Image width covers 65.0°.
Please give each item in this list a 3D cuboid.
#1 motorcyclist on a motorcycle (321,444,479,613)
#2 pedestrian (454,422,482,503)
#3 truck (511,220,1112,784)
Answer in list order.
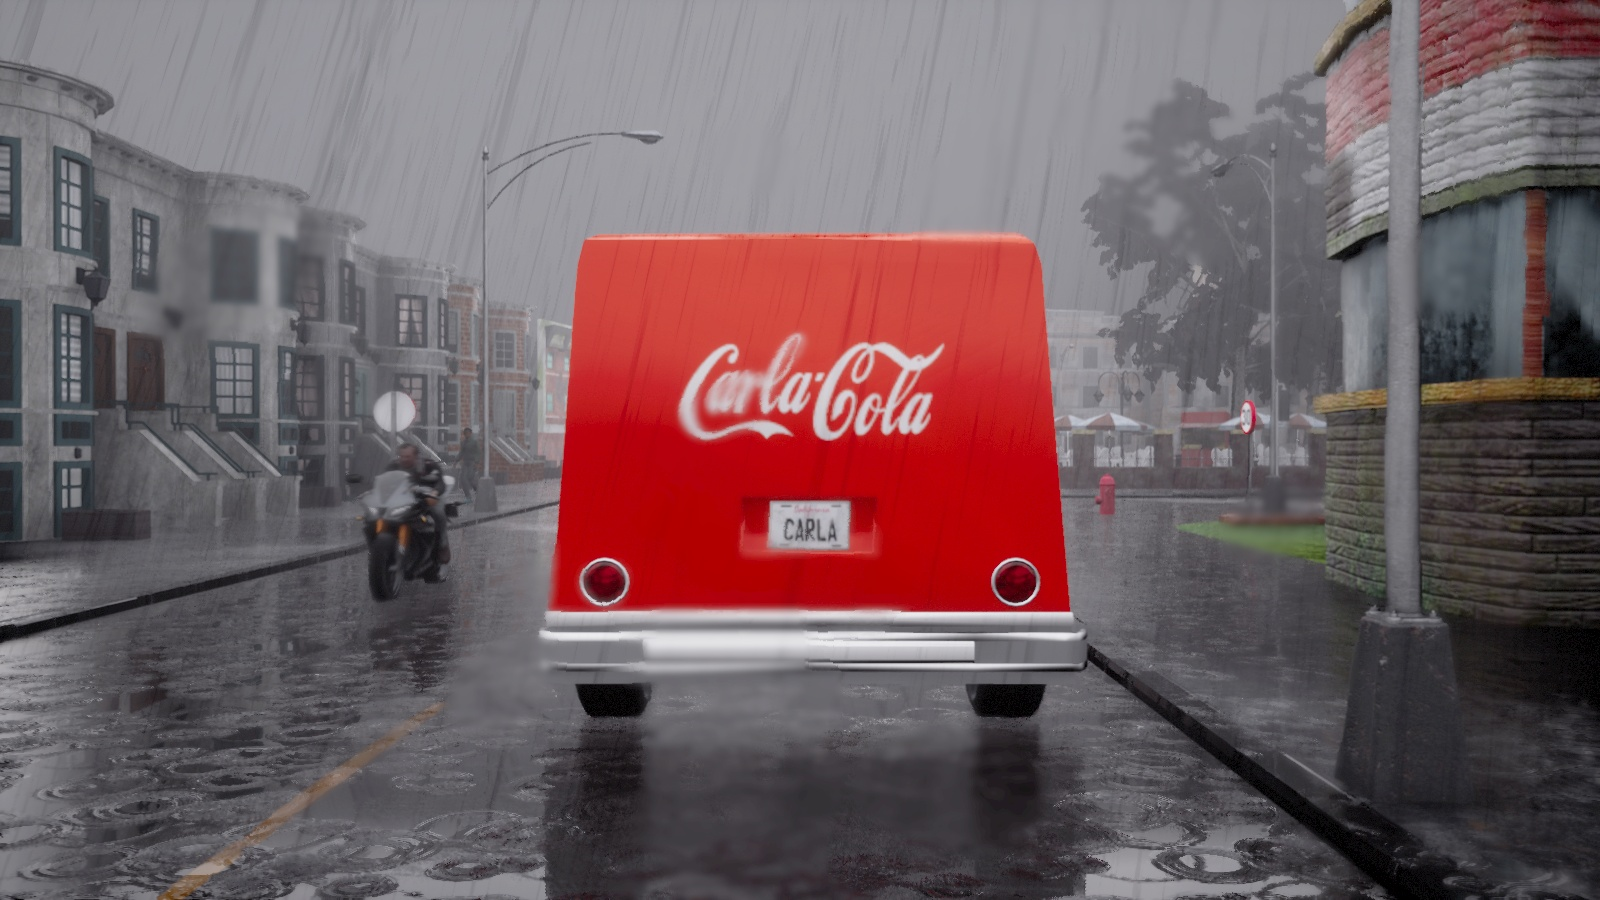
[{"bbox_3d":[-3.910,0.706,12.492,0.866,1.530,2.191,0,0,0],"label":"motorcyclist on a motorcycle"},{"bbox_3d":[-7.688,0.281,29.106,0.353,1.847,0.614,0,0,19],"label":"pedestrian"},{"bbox_3d":[0.062,0.213,8.101,2.627,2.467,5.204,0,0,0],"label":"truck"}]
